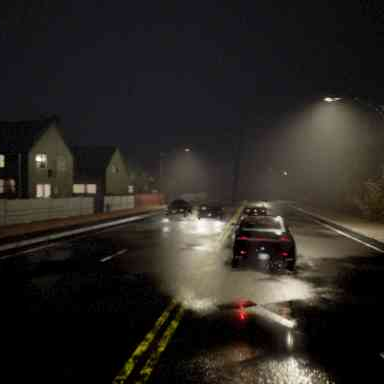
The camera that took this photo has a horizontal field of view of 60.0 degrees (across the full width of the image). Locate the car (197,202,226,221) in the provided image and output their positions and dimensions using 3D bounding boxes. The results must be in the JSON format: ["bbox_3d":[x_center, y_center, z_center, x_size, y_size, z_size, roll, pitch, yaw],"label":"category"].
[{"bbox_3d":[1.660,1.534,26.987,1.994,1.385,4.181,1,0,10],"label":"car"}]

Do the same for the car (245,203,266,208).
[{"bbox_3d":[5.742,1.629,30.204,1.895,1.301,4.718,1,0,10],"label":"car"}]

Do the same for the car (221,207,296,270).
[{"bbox_3d":[2.349,1.509,11.277,2.128,1.511,4.902,1,0,10],"label":"car"}]

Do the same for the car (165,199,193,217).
[{"bbox_3d":[-1.086,1.421,30.075,1.837,1.490,4.892,1,0,10],"label":"car"}]
